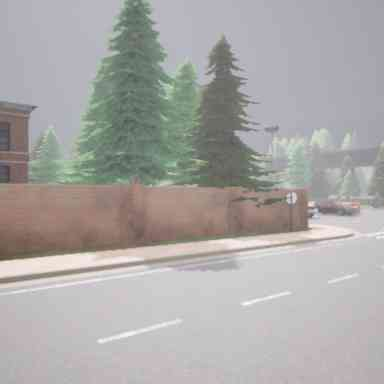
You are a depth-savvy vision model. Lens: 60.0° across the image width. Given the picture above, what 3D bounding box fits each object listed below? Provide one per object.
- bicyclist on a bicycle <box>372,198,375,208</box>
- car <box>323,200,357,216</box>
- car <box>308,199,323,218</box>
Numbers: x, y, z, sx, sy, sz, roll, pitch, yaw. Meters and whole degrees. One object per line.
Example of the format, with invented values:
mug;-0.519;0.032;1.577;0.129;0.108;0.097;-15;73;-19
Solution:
bicyclist on a bicycle;29.504;1.733;53.835;1.656;1.620;0.582;0;0;-35
car;15.269;1.612;35.881;2.097;1.767;4.553;1;0;-35
car;9.309;1.427;32.192;2.150;2.045;5.566;1;0;-35
